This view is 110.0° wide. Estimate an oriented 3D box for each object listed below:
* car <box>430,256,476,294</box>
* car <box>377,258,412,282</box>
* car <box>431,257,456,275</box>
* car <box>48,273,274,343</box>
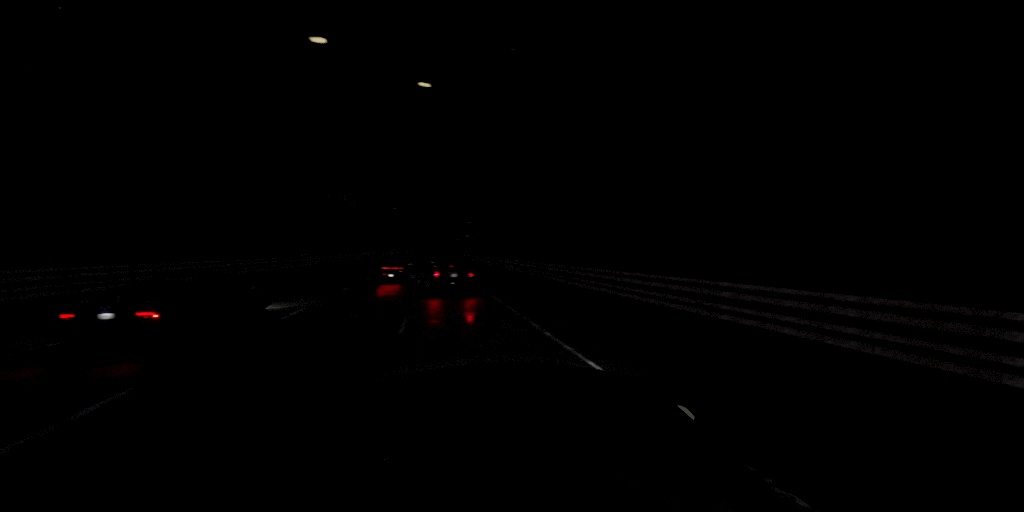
[{"bbox_3d":[-3.111,0.870,18.553,2.097,1.767,4.553,0,1,-12],"label":"car"},{"bbox_3d":[-8.048,0.905,24.621,1.837,1.490,4.892,0,1,-12],"label":"car"},{"bbox_3d":[-6.371,0.861,33.104,2.033,1.411,5.357,0,1,-12],"label":"car"},{"bbox_3d":[-8.137,1.136,9.131,2.033,1.411,5.357,0,1,-13],"label":"car"}]
